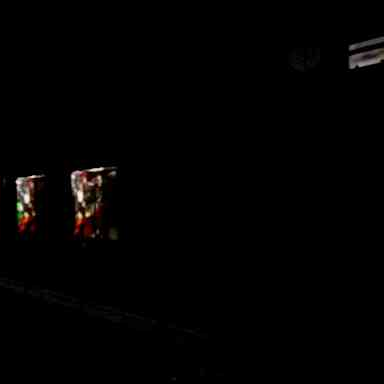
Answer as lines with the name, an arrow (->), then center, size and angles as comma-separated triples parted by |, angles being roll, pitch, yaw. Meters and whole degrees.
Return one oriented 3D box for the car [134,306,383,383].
car -> 1.320, 1.439, 1.815 | 4.097, 1.590, 1.967 | -1, -2, 35
